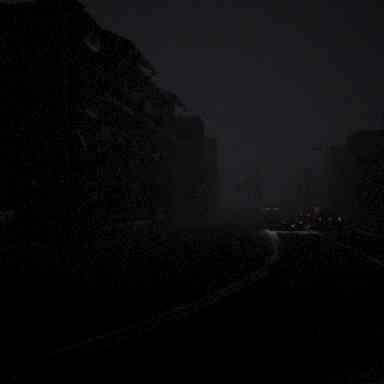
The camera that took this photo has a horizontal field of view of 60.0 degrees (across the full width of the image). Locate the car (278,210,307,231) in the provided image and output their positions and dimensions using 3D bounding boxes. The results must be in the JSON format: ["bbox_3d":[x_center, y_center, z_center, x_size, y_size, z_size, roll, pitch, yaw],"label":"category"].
[{"bbox_3d":[8.584,2.573,29.241,1.812,1.442,4.674,-1,-3,11],"label":"car"}]

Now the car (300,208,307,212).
[{"bbox_3d":[14.227,2.775,41.446,2.097,1.767,4.553,-1,-1,11],"label":"car"}]

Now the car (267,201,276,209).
[{"bbox_3d":[16.563,2.627,69.454,1.812,1.442,4.674,-1,1,11],"label":"car"}]

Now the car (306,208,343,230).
[{"bbox_3d":[11.965,2.417,29.946,2.097,1.767,4.553,0,-3,11],"label":"car"}]
